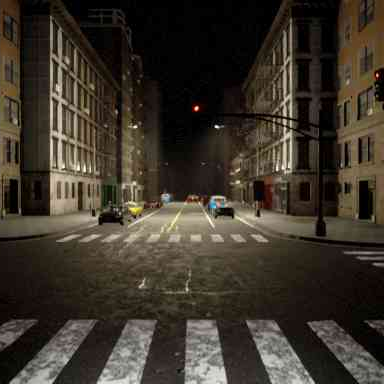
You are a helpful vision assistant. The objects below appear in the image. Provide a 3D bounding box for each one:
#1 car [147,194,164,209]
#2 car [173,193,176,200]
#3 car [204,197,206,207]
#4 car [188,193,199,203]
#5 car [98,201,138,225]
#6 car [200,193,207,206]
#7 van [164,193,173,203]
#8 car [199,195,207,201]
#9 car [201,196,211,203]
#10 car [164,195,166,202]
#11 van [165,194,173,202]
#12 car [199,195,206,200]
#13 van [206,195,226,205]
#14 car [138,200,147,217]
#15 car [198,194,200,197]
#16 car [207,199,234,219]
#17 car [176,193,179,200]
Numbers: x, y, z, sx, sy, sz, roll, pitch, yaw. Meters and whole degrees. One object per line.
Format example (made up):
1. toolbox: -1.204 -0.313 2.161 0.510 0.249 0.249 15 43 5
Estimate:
1. car: -5.357 1.422 45.154 1.967 1.590 4.097 0 0 0
2. car: -5.349 1.288 72.184 2.192 1.841 5.009 0 0 0
3. car: 2.689 1.566 39.739 1.802 1.307 4.206 0 0 0
4. car: 0.177 1.326 67.567 2.097 1.767 4.553 0 0 0
5. car: -5.363 1.541 23.529 2.008 1.369 4.403 0 0 0
6. car: 2.705 1.295 50.551 2.192 1.841 5.009 0 0 0
7. van: -5.351 1.316 66.778 1.690 1.788 3.998 0 0 0
8. car: 2.752 1.513 82.989 1.887 1.381 4.507 0 0 0
9. car: 2.729 1.500 66.939 1.752 1.417 4.829 0 0 0
10. car: -5.355 1.505 50.389 1.752 1.417 4.829 0 0 0
11. van: -5.348 1.312 77.591 1.690 1.788 3.998 0 0 0
12. car: 2.760 1.533 88.395 1.947 1.339 4.313 0 0 0
13. van: 2.681 1.327 34.332 1.690 1.788 3.998 0 0 0
14. car: -5.361 1.514 28.765 1.752 1.417 4.829 0 0 0
15. car: 2.721 1.527 61.364 2.008 1.369 4.403 0 0 0
16. car: 2.673 1.539 28.926 2.008 1.369 4.403 0 0 0
17. car: -5.345 1.517 88.403 2.008 1.369 4.403 0 0 0
